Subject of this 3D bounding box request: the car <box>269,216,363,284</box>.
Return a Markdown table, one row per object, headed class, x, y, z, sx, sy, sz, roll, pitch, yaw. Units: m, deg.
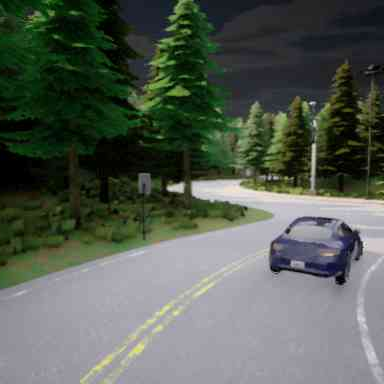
| class | x | y | z | sx | sy | sz | roll | pitch | yaw |
| --- | --- | --- | --- | --- | --- | --- | --- | --- | --- |
| car | 3.638 | 1.429 | 9.485 | 1.812 | 1.442 | 4.674 | 3 | 3 | 32 |
